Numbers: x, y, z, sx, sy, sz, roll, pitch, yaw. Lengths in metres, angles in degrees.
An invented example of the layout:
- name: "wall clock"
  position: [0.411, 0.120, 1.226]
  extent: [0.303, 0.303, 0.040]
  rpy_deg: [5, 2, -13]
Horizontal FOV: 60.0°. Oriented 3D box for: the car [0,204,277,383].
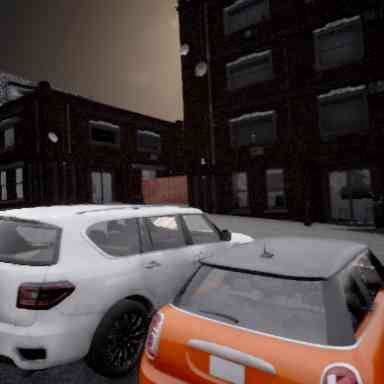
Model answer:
- name: "car"
  position: [-0.756, 1.226, 5.903]
  extent: [2.435, 2.045, 5.566]
  rpy_deg: [0, 0, 36]
